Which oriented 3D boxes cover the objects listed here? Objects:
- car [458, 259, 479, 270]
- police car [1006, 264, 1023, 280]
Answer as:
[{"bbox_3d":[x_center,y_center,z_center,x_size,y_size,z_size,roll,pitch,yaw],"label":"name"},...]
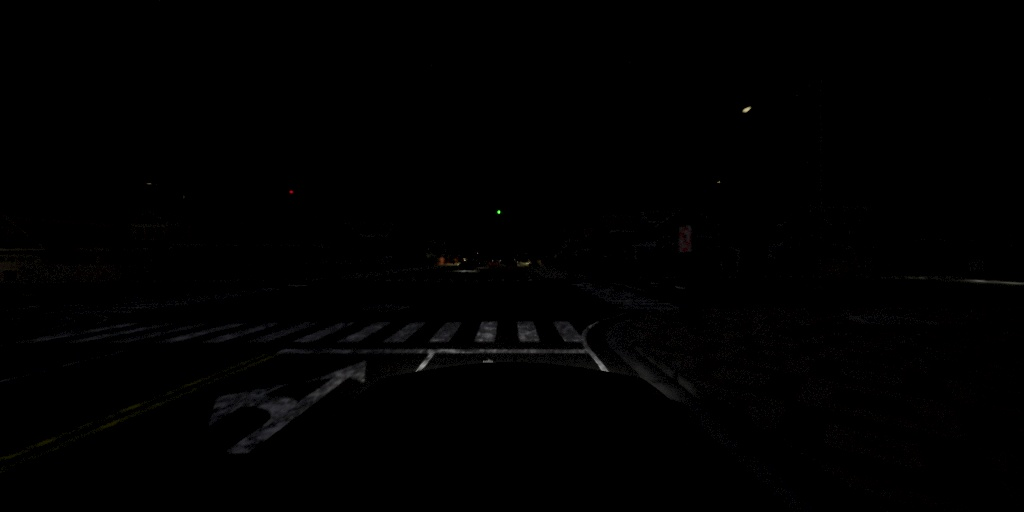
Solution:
[{"bbox_3d":[-6.591,1.338,52.773,2.033,1.411,5.357,0,0,1],"label":"car"},{"bbox_3d":[37.247,0.894,24.719,5.238,1.638,1.930,0,0,0],"label":"police car"}]
